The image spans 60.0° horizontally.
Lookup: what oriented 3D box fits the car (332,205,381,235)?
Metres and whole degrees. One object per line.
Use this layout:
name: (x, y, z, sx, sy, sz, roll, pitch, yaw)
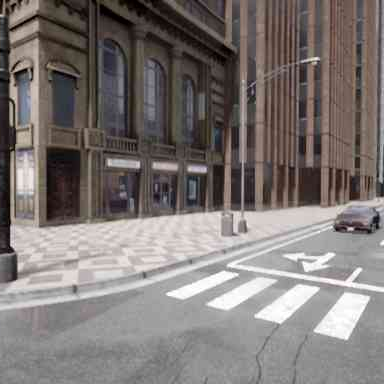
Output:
car: (9.560, 1.476, 18.985, 2.033, 1.411, 5.357, 1, 1, 35)
